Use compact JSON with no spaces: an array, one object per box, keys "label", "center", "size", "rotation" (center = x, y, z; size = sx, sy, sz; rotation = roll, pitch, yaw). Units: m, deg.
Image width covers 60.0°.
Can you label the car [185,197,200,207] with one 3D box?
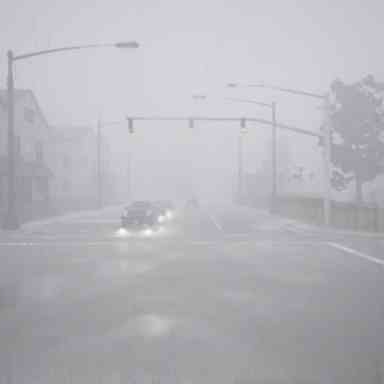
[{"label":"car","center":[0.099,1.458,50.630],"size":[1.837,1.490,4.892],"rotation":[0,0,0]}]

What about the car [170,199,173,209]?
[{"label":"car","center":[-3.549,1.591,43.971],"size":[1.895,1.301,4.718],"rotation":[0,0,0]}]

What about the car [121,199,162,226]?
[{"label":"car","center":[-3.599,1.384,23.652],"size":[2.097,1.767,4.553],"rotation":[0,0,0]}]

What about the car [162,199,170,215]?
[{"label":"car","center":[-3.588,1.516,33.705],"size":[1.837,1.490,4.892],"rotation":[0,0,0]}]
